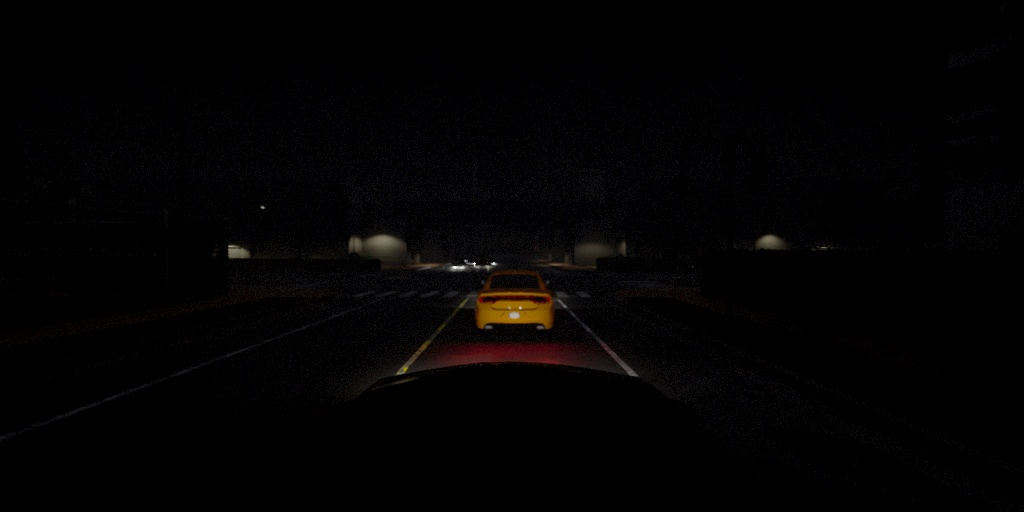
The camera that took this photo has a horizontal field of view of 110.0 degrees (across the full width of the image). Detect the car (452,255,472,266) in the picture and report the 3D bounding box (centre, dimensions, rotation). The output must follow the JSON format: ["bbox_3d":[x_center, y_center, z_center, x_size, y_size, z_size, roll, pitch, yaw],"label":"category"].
[{"bbox_3d":[-7.753,0.669,53.483,2.128,1.511,4.902,0,1,0],"label":"car"}]

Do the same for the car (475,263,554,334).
[{"bbox_3d":[0.094,1.130,10.318,1.882,1.535,5.008,0,0,1],"label":"car"}]

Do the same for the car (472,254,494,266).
[{"bbox_3d":[-4.254,0.531,53.347,2.097,1.767,4.553,0,1,0],"label":"car"}]
